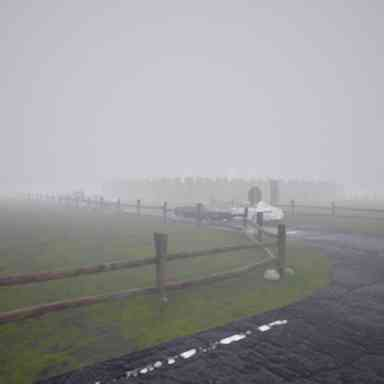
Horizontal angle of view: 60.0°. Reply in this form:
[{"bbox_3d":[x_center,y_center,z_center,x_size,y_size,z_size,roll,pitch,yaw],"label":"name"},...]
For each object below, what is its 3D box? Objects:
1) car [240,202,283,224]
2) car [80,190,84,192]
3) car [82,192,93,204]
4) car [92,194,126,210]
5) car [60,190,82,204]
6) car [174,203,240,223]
[{"bbox_3d":[4.127,1.387,22.968,1.812,1.442,4.674,1,0,-36],"label":"car"},{"bbox_3d":[-19.801,0.658,56.316,2.150,2.045,5.566,1,0,-36],"label":"car"},{"bbox_3d":[-13.946,1.046,48.246,1.837,1.490,4.892,1,0,-35],"label":"car"},{"bbox_3d":[-8.883,1.159,36.217,1.812,1.442,4.674,1,0,-36],"label":"car"},{"bbox_3d":[-18.629,0.877,49.962,1.837,1.490,4.892,1,0,-36],"label":"car"},{"bbox_3d":[0.796,1.405,22.714,1.895,1.301,4.718,1,0,-36],"label":"car"}]
